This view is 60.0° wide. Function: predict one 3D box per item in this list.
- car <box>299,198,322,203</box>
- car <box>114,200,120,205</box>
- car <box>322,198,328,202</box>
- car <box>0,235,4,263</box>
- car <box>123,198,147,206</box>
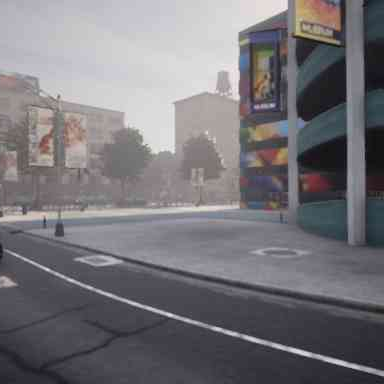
[{"bbox_3d":[14.875,1.618,44.250,4.674,1.452,2.002,0,-1,-43],"label":"car"},{"bbox_3d":[-14.005,2.032,69.932,4.553,1.767,2.097,0,-1,-43],"label":"car"},{"bbox_3d":[21.063,1.773,55.540,4.786,1.482,2.161,0,-1,-43],"label":"car"},{"bbox_3d":[-7.952,1.636,11.426,2.128,1.511,4.902,0,-1,-42],"label":"car"},{"bbox_3d":[-11.403,1.998,67.577,4.553,1.767,2.097,0,-1,-42],"label":"car"}]
